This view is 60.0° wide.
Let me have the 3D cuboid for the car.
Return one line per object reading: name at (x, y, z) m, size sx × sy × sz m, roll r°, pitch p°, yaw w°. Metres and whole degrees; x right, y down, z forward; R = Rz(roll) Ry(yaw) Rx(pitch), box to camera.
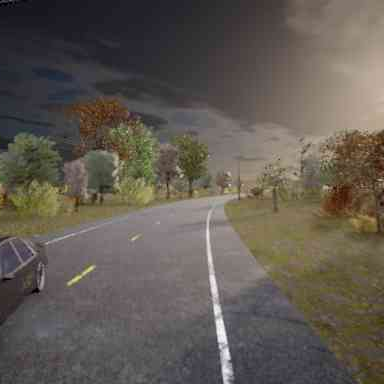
car at (-3.968, 1.539, 5.967) m, size 2.033 × 1.411 × 5.357 m, roll 0°, pitch 0°, yaw -12°
